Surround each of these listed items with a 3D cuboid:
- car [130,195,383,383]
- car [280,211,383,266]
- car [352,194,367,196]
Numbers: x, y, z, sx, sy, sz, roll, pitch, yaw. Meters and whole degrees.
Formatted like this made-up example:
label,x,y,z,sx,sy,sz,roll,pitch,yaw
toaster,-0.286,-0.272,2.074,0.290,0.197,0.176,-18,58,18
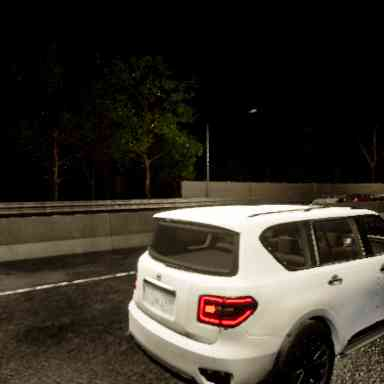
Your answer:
label,x,y,z,sx,sy,sz,roll,pitch,yaw
car,1.804,1.193,5.096,5.566,2.045,2.150,-1,1,-36
car,5.330,1.485,11.865,4.181,1.385,1.994,-1,0,-35
car,22.971,1.048,46.124,4.553,1.767,2.097,0,0,-35
